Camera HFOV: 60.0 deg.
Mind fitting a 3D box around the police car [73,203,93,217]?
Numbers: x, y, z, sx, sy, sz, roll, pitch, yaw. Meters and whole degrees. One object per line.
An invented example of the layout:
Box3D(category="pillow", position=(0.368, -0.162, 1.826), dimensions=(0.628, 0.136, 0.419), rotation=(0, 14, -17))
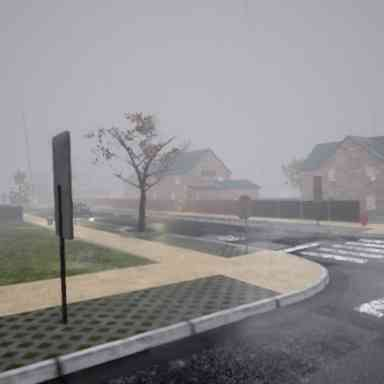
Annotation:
Box3D(category="police car", position=(-13.113, 2.065, 38.551), dimensions=(2.038, 1.542, 4.974), rotation=(-2, 1, -36))
